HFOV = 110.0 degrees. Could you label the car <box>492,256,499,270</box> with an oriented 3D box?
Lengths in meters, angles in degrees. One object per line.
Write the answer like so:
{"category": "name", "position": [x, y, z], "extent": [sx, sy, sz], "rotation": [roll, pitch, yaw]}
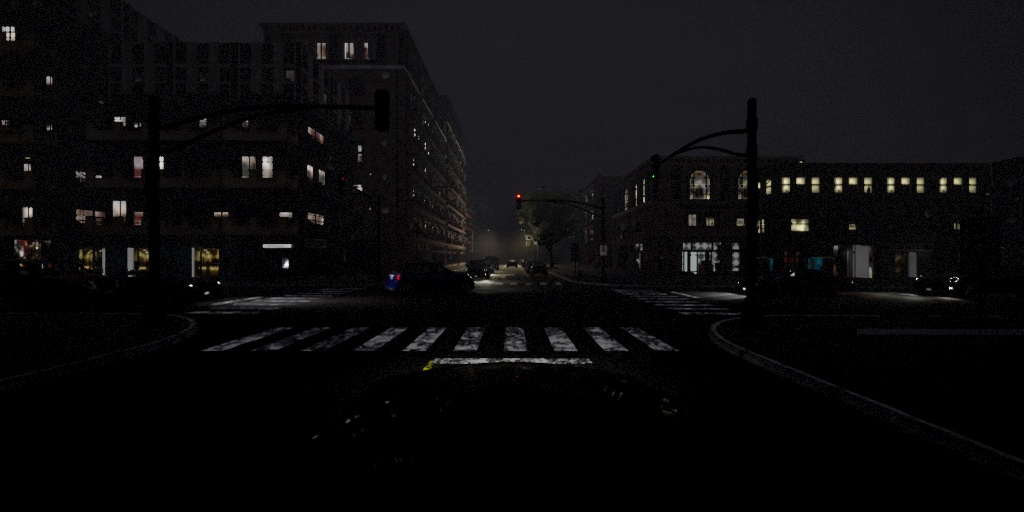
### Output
{"category": "car", "position": [-3.078, 1.028, 53.211], "extent": [2.150, 2.045, 5.566], "rotation": [0, 0, 1]}

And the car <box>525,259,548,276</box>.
{"category": "car", "position": [2.699, 1.330, 36.820], "extent": [2.007, 1.370, 4.403], "rotation": [0, 0, 0]}

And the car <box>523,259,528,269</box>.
{"category": "car", "position": [2.701, 1.228, 42.517], "extent": [1.967, 1.591, 4.097], "rotation": [0, 0, 0]}

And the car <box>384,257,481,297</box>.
{"category": "car", "position": [-4.269, 1.107, 19.039], "extent": [4.553, 1.767, 2.097], "rotation": [0, 0, -36]}

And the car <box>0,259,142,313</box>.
{"category": "car", "position": [-17.273, 1.014, 13.106], "extent": [5.009, 1.841, 2.192], "rotation": [0, 0, 0]}

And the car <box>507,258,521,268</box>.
{"category": "car", "position": [0.015, 1.319, 63.178], "extent": [2.128, 1.511, 4.902], "rotation": [0, 0, 0]}

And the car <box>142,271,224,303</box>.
{"category": "car", "position": [-15.585, 1.305, 15.708], "extent": [4.718, 1.301, 1.895], "rotation": [0, 0, 0]}

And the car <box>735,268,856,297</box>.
{"category": "car", "position": [15.028, 1.372, 19.117], "extent": [5.357, 1.411, 2.033], "rotation": [0, 0, 0]}

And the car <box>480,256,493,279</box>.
{"category": "car", "position": [-3.065, 1.124, 32.281], "extent": [2.097, 1.767, 4.553], "rotation": [0, 0, -1]}

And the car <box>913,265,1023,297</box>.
{"category": "car", "position": [24.528, 1.219, 19.181], "extent": [4.553, 1.767, 2.097], "rotation": [0, 0, 0]}

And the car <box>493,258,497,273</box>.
{"category": "car", "position": [-3.088, 1.315, 42.579], "extent": [1.812, 1.442, 4.674], "rotation": [0, 0, 0]}
